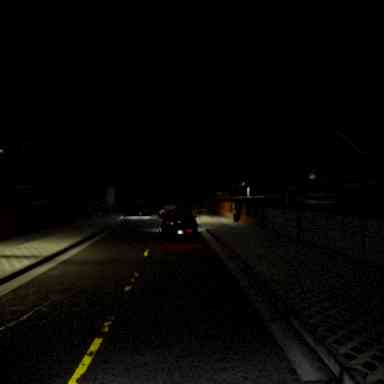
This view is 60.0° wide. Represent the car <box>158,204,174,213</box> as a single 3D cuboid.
[{"bbox_3d":[-2.527,1.913,34.871,2.033,1.411,5.357,0,-1,-8],"label":"car"}]

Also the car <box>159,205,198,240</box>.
[{"bbox_3d":[-0.723,1.690,18.285,1.837,1.490,4.892,0,0,-4],"label":"car"}]

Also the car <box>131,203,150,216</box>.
[{"bbox_3d":[-5.865,1.959,37.950,2.033,1.411,5.357,0,-1,-8],"label":"car"}]
